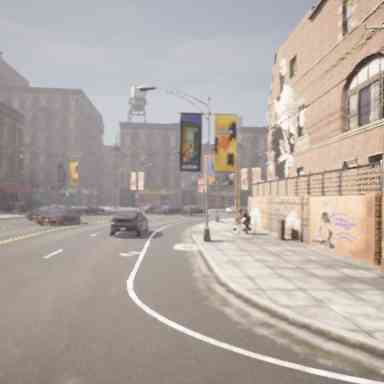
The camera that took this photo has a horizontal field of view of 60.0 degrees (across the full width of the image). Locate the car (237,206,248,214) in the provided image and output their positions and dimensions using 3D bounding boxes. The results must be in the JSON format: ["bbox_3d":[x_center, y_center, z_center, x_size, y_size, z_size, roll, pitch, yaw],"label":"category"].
[{"bbox_3d":[9.853,2.971,52.930,4.674,1.442,1.812,2,-2,-41],"label":"car"}]

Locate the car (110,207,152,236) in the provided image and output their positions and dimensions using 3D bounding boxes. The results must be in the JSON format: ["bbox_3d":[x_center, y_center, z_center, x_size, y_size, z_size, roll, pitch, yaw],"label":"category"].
[{"bbox_3d":[-3.998,1.938,21.559,1.837,1.490,4.892,1,-1,-1],"label":"car"}]

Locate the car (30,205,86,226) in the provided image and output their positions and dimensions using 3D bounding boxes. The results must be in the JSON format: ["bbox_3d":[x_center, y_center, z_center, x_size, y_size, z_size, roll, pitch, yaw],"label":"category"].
[{"bbox_3d":[-10.820,1.991,27.207,1.994,1.385,4.181,1,-1,7],"label":"car"}]

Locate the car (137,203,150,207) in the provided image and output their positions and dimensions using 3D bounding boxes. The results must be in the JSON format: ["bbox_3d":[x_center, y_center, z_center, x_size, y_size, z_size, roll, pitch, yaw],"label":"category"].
[{"bbox_3d":[-6.341,2.440,50.776,2.097,1.767,4.553,0,-2,32],"label":"car"}]

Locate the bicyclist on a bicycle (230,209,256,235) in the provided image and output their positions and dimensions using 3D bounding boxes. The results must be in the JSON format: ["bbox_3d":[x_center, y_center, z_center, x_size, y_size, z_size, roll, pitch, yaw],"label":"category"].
[{"bbox_3d":[3.151,1.857,20.621,1.656,1.620,0.582,1,-1,-2],"label":"bicyclist on a bicycle"}]

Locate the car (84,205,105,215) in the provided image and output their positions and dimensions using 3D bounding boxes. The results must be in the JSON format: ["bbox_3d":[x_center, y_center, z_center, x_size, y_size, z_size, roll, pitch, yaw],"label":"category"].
[{"bbox_3d":[-13.659,2.346,43.495,1.895,1.301,4.718,1,-1,26],"label":"car"}]

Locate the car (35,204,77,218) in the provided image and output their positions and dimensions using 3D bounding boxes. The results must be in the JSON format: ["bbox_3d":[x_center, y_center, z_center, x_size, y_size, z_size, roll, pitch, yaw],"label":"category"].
[{"bbox_3d":[-15.440,2.108,38.053,2.002,1.452,4.674,1,-1,16],"label":"car"}]

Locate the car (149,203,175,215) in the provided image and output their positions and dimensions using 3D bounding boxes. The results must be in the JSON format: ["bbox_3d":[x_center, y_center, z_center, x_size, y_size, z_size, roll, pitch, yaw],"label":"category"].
[{"bbox_3d":[-3.441,2.628,48.813,2.033,1.411,5.357,0,-2,32],"label":"car"}]

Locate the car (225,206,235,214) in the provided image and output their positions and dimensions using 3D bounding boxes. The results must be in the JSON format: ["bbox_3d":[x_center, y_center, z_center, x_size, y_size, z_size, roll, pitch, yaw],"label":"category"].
[{"bbox_3d":[7.598,2.990,55.636,4.674,1.442,1.812,2,-2,-39],"label":"car"}]

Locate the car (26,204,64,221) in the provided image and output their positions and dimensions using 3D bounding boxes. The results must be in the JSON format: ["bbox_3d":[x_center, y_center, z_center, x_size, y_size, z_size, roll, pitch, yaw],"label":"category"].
[{"bbox_3d":[-13.684,2.037,31.631,1.994,1.385,4.181,1,-1,11],"label":"car"}]

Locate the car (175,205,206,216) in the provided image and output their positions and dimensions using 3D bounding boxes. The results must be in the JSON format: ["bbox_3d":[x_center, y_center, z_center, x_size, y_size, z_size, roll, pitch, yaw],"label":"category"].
[{"bbox_3d":[0.290,2.619,47.542,2.128,1.511,4.902,0,-2,34],"label":"car"}]
